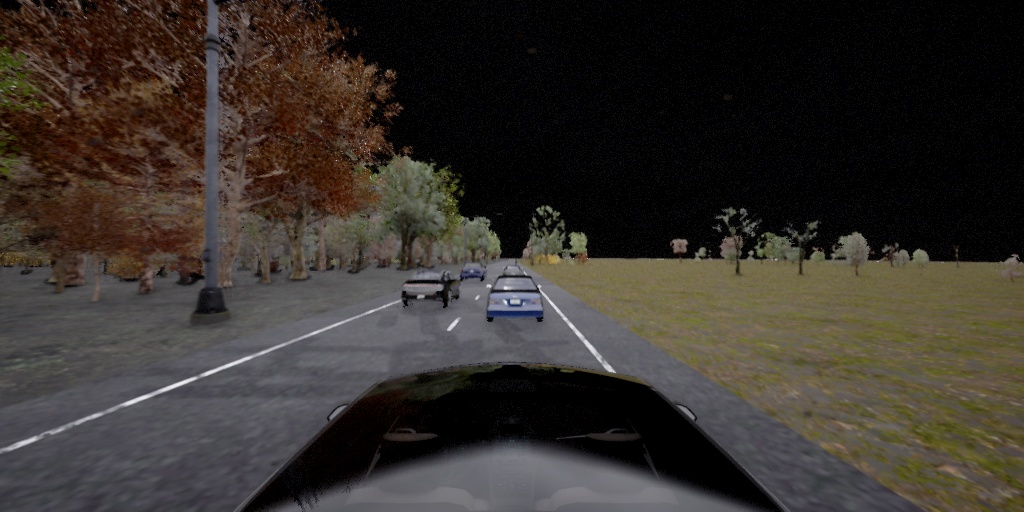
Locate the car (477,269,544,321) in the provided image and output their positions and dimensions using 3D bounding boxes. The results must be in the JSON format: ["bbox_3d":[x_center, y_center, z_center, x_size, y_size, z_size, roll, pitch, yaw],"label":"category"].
[{"bbox_3d":[0.094,1.371,12.755,2.033,1.411,5.357,0,0,0],"label":"car"}]

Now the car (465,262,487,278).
[{"bbox_3d":[-3.405,1.308,32.603,2.097,1.767,4.553,0,0,0],"label":"car"}]

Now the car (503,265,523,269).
[{"bbox_3d":[0.096,1.526,33.532,1.994,1.385,4.181,0,0,0],"label":"car"}]

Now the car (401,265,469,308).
[{"bbox_3d":[-3.405,1.335,15.826,2.128,1.511,4.902,0,0,0],"label":"car"}]
